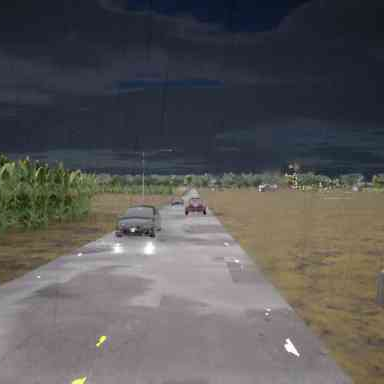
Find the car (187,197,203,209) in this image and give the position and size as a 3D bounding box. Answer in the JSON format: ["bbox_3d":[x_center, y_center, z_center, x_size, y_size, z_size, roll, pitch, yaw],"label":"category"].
[{"bbox_3d":[0.467,1.542,47.248,2.128,1.511,4.902,0,0,1],"label":"car"}]

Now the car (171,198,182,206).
[{"bbox_3d":[-2.389,1.625,54.941,1.994,1.385,4.181,0,0,1],"label":"car"}]

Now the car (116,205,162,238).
[{"bbox_3d":[-2.705,1.511,17.750,1.837,1.490,4.892,0,1,1],"label":"car"}]

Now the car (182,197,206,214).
[{"bbox_3d":[0.378,1.377,35.215,2.097,1.767,4.553,0,0,1],"label":"car"}]
